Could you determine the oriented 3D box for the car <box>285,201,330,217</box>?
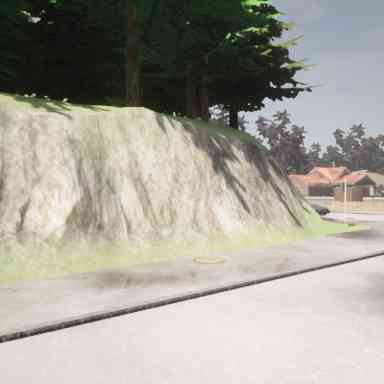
[{"bbox_3d":[10.970,1.562,31.793,1.994,1.385,4.181,0,0,-36],"label":"car"}]
